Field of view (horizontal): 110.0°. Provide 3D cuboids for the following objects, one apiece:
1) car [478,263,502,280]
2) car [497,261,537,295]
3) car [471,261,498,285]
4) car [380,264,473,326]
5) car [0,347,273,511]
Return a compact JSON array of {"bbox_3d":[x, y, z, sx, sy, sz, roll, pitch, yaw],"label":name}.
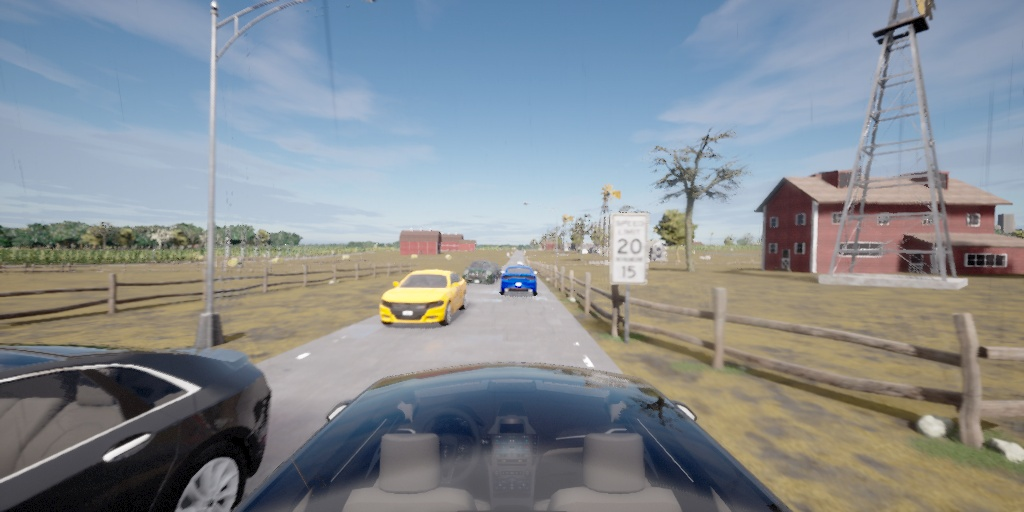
[{"bbox_3d":[-2.033,1.405,34.300,1.837,1.490,4.892,1,0,1],"label":"car"},{"bbox_3d":[0.388,1.272,20.184,1.882,1.535,5.008,1,0,1],"label":"car"},{"bbox_3d":[-2.298,1.138,26.318,2.097,1.767,4.553,1,0,2],"label":"car"},{"bbox_3d":[-2.657,1.197,11.780,1.882,1.535,5.008,1,0,1],"label":"car"},{"bbox_3d":[-2.858,1.212,0.941,1.837,1.490,4.892,1,0,0],"label":"car"}]
